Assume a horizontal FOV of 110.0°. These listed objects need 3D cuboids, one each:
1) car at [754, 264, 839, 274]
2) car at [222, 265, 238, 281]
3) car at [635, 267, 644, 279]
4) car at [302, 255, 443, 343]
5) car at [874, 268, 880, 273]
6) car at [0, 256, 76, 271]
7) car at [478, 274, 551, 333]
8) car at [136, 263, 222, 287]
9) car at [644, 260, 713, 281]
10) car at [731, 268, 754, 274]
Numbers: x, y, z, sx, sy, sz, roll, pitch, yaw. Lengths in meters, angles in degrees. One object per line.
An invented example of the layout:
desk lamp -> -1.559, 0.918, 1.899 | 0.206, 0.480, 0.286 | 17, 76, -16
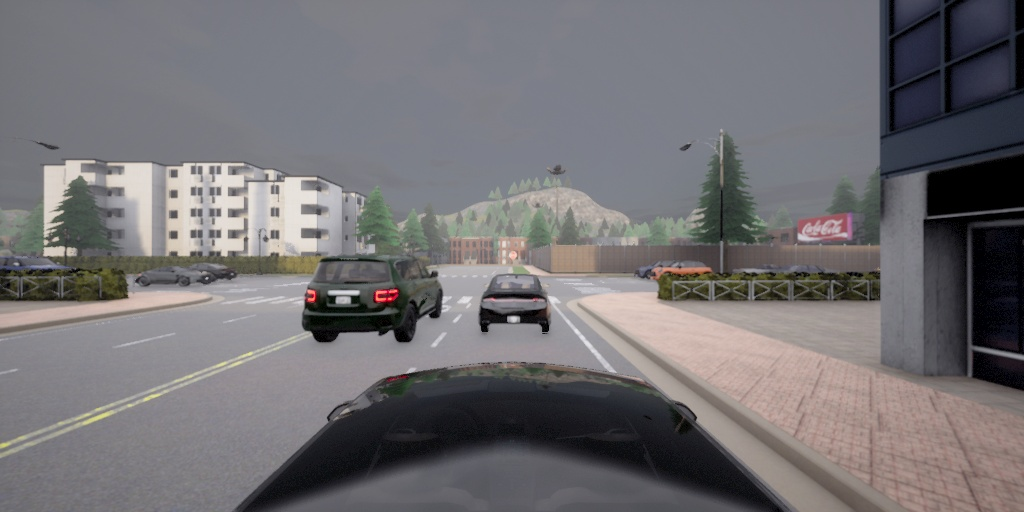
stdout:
car -> 22.861, 1.379, 28.527 | 5.357, 1.411, 2.033 | 0, 0, 0
car -> -24.844, 1.312, 28.646 | 5.008, 1.535, 1.882 | 0, 0, 0
car -> 13.408, 1.196, 32.081 | 4.553, 1.767, 2.097 | 0, 0, 0
car -> -3.417, 0.997, 9.930 | 2.150, 2.045, 5.566 | 0, 0, 0
car -> 35.215, 1.319, 31.876 | 5.008, 1.535, 1.882 | 0, 0, 2
car -> -33.711, 1.046, 24.882 | 5.566, 2.045, 2.150 | 0, 0, 0
car -> 0.133, 1.271, 10.820 | 2.128, 1.511, 4.902 | 0, 0, 2
car -> -23.265, 1.387, 24.928 | 4.181, 1.385, 1.994 | 0, 0, -2
car -> 13.392, 1.185, 28.582 | 4.553, 1.767, 2.097 | 0, 0, 0
car -> 22.398, 1.444, 32.026 | 4.718, 1.301, 1.895 | 0, 0, 0
